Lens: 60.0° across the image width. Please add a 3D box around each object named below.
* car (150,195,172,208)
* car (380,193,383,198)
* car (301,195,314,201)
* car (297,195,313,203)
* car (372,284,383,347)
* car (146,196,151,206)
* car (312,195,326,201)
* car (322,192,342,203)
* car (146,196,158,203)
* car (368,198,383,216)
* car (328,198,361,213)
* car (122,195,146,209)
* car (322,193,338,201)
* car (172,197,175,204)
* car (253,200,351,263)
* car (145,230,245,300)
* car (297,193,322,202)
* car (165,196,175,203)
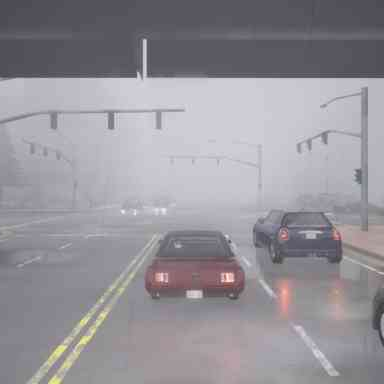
[{"bbox_3d":[-4.491,1.491,49.564,2.128,1.511,4.902,0,0,0],"label":"car"},{"bbox_3d":[39.115,1.153,65.724,1.932,1.855,4.605,0,0,0],"label":"car"},{"bbox_3d":[27.947,1.395,80.707,1.970,1.475,3.806,0,0,0],"label":"car"},{"bbox_3d":[22.218,1.395,65.590,1.970,1.475,3.806,0,0,0],"label":"car"},{"bbox_3d":[3.601,1.505,3.037,1.837,1.490,4.892,0,0,0],"label":"car"},{"bbox_3d":[-8.012,1.478,53.972,1.882,1.535,5.008,0,0,0],"label":"car"},{"bbox_3d":[30.842,1.364,80.714,1.784,1.438,3.905,0,0,0],"label":"car"},{"bbox_3d":[19.557,1.156,48.116,1.905,1.878,3.866,0,0,0],"label":"car"},{"bbox_3d":[-8.020,1.525,67.267,1.812,1.442,4.674,0,0,0],"label":"car"},{"bbox_3d":[19.266,1.505,30.398,4.892,1.490,1.837,0,0,1],"label":"car"},{"bbox_3d":[16.682,1.564,33.932,4.181,1.385,1.994,0,0,1],"label":"car"},{"bbox_3d":[-8.030,1.352,44.802,2.097,1.767,4.553,0,0,2],"label":"car"},{"bbox_3d":[33.525,1.153,80.771,1.932,1.855,4.605,0,0,0],"label":"car"},{"bbox_3d":[-4.529,1.352,58.606,2.097,1.767,4.553,0,0,0],"label":"car"},{"bbox_3d":[3.585,1.352,12.126,2.097,1.767,4.553,0,0,0],"label":"car"},{"bbox_3d":[0.070,1.601,8.361,1.895,1.301,4.718,0,0,0],"label":"car"},{"bbox_3d":[16.663,1.153,48.163,1.932,1.855,4.605,0,0,0],"label":"car"},{"bbox_3d":[-4.517,1.601,68.761,1.895,1.301,4.718,0,0,0],"label":"car"}]
